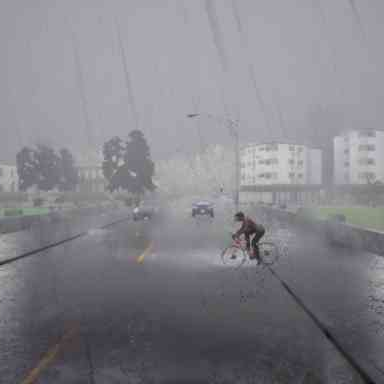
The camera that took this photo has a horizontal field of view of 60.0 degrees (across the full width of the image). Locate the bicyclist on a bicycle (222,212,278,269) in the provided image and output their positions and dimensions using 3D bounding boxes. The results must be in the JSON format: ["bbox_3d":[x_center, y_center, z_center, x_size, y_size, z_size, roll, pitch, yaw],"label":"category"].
[{"bbox_3d":[1.640,1.391,9.681,1.656,1.620,0.582,-6,0,2],"label":"bicyclist on a bicycle"}]

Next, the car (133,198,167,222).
[{"bbox_3d":[-3.254,1.341,26.371,2.097,1.767,4.553,0,0,2],"label":"car"}]

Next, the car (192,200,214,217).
[{"bbox_3d":[1.007,1.515,31.131,1.812,1.442,4.674,0,-1,2],"label":"car"}]
